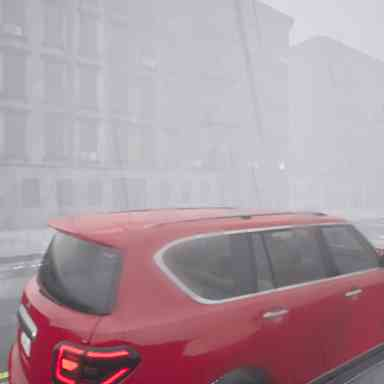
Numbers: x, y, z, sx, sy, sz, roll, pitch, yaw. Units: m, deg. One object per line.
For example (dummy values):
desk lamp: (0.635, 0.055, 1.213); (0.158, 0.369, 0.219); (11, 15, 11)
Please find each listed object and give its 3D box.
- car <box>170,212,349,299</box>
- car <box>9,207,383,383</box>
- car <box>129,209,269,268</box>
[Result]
car: (2.035, 1.450, 9.124); (5.008, 1.535, 1.882); (0, 0, -35)
car: (0.918, 1.210, 4.092); (5.566, 2.045, 2.150); (0, 0, -35)
car: (0.378, 1.477, 11.935); (4.892, 1.490, 1.837); (0, 0, -35)
